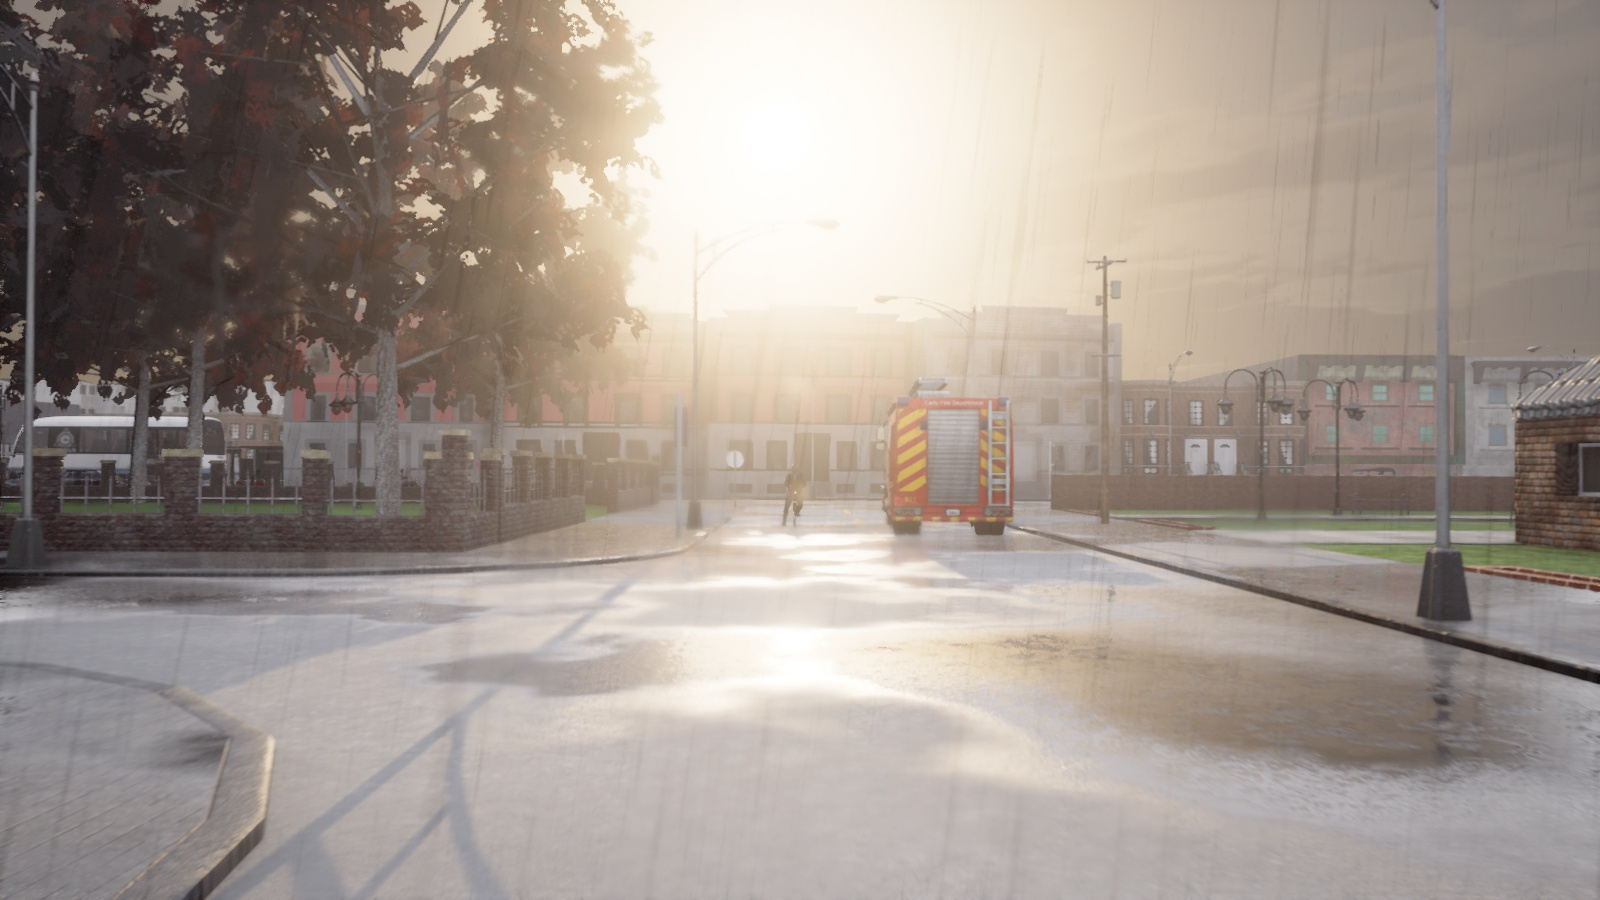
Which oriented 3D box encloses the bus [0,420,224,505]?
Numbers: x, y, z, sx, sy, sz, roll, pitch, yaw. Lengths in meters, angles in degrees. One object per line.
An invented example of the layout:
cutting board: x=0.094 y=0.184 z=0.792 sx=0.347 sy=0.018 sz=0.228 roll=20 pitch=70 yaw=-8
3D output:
bus: x=-36.017 y=0.676 z=65.364 sx=10.273 sy=4.253 sz=3.944 roll=0 pitch=-1 yaw=0

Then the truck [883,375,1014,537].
truck: x=3.796 y=0.206 z=34.044 sx=2.891 sy=3.827 sz=8.468 roll=0 pitch=-1 yaw=2

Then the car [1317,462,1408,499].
car: x=29.301 y=1.590 z=65.537 sx=3.866 sy=1.878 sz=1.905 roll=0 pitch=-1 yaw=0

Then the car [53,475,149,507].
car: x=-34.128 y=1.991 z=61.348 sx=3.633 sy=1.501 sz=1.845 roll=0 pitch=-1 yaw=0
